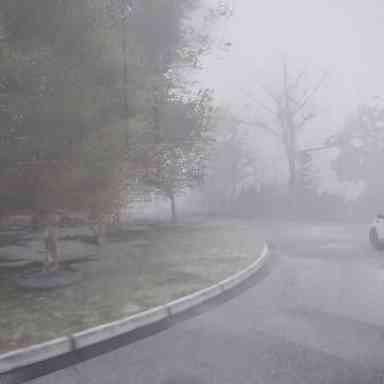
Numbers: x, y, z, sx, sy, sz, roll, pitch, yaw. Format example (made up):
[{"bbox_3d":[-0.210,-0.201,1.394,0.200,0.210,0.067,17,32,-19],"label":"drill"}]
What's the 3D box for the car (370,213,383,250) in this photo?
[{"bbox_3d":[8.404,1.398,12.295,2.150,2.045,5.566,0,-1,14],"label":"car"}]
